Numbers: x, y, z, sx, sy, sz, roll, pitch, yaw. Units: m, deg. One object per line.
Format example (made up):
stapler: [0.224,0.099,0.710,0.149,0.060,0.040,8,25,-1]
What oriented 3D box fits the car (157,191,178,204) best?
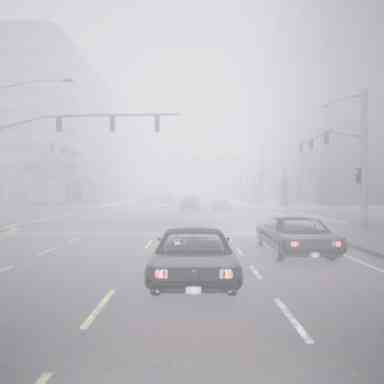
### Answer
car: [-3.982,1.092,54.460,2.128,1.511,4.902,0,0,1]

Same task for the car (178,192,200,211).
car: [-0.206,1.107,36.624,2.097,1.767,4.553,0,0,-1]

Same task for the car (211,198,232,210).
car: [3.283,1.309,37.500,1.994,1.385,4.181,0,1,-1]

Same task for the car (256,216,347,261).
car: [3.552,1.513,11.815,1.895,1.301,4.718,0,0,0]

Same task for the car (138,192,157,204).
car: [-7.481,0.953,54.398,2.097,1.767,4.553,0,0,1]

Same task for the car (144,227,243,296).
car: [0.045,1.538,8.430,1.895,1.301,4.718,0,0,0]
